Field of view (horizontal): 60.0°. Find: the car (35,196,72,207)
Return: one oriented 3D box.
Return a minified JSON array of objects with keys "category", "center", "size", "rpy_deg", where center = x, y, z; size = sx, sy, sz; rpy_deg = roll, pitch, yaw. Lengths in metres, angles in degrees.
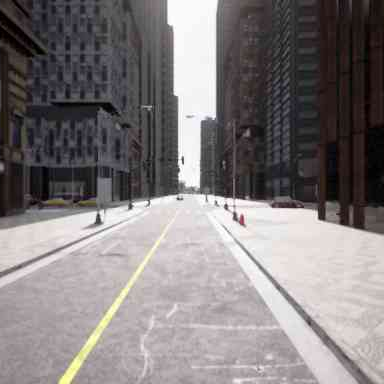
[{"category":"car","center":[-20.648,1.541,50.457],"size":[4.829,1.417,1.752],"rpy_deg":[0,0,0]}]

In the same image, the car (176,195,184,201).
[{"category":"car","center":[-3.048,1.477,84.110],"size":[2.033,1.411,5.357],"rpy_deg":[0,0,0]}]

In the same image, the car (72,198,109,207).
[{"category":"car","center":[-15.046,1.527,50.426],"size":[4.829,1.417,1.752],"rpy_deg":[0,0,0]}]

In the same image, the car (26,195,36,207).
[{"category":"car","center":[-26.080,1.345,50.487],"size":[5.009,1.841,2.192],"rpy_deg":[0,0,0]}]

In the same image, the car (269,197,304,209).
[{"category":"car","center":[11.870,1.354,41.753],"size":[4.097,1.590,1.967],"rpy_deg":[0,0,0]}]
